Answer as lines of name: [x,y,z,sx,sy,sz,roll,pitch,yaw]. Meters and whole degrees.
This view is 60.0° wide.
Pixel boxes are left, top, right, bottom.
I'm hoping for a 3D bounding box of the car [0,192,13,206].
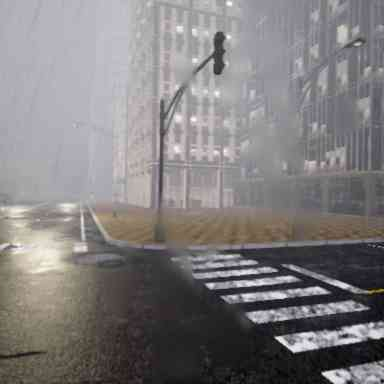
car: [-28.580,1.065,50.037,2.150,2.045,5.566,1,0,-19]
